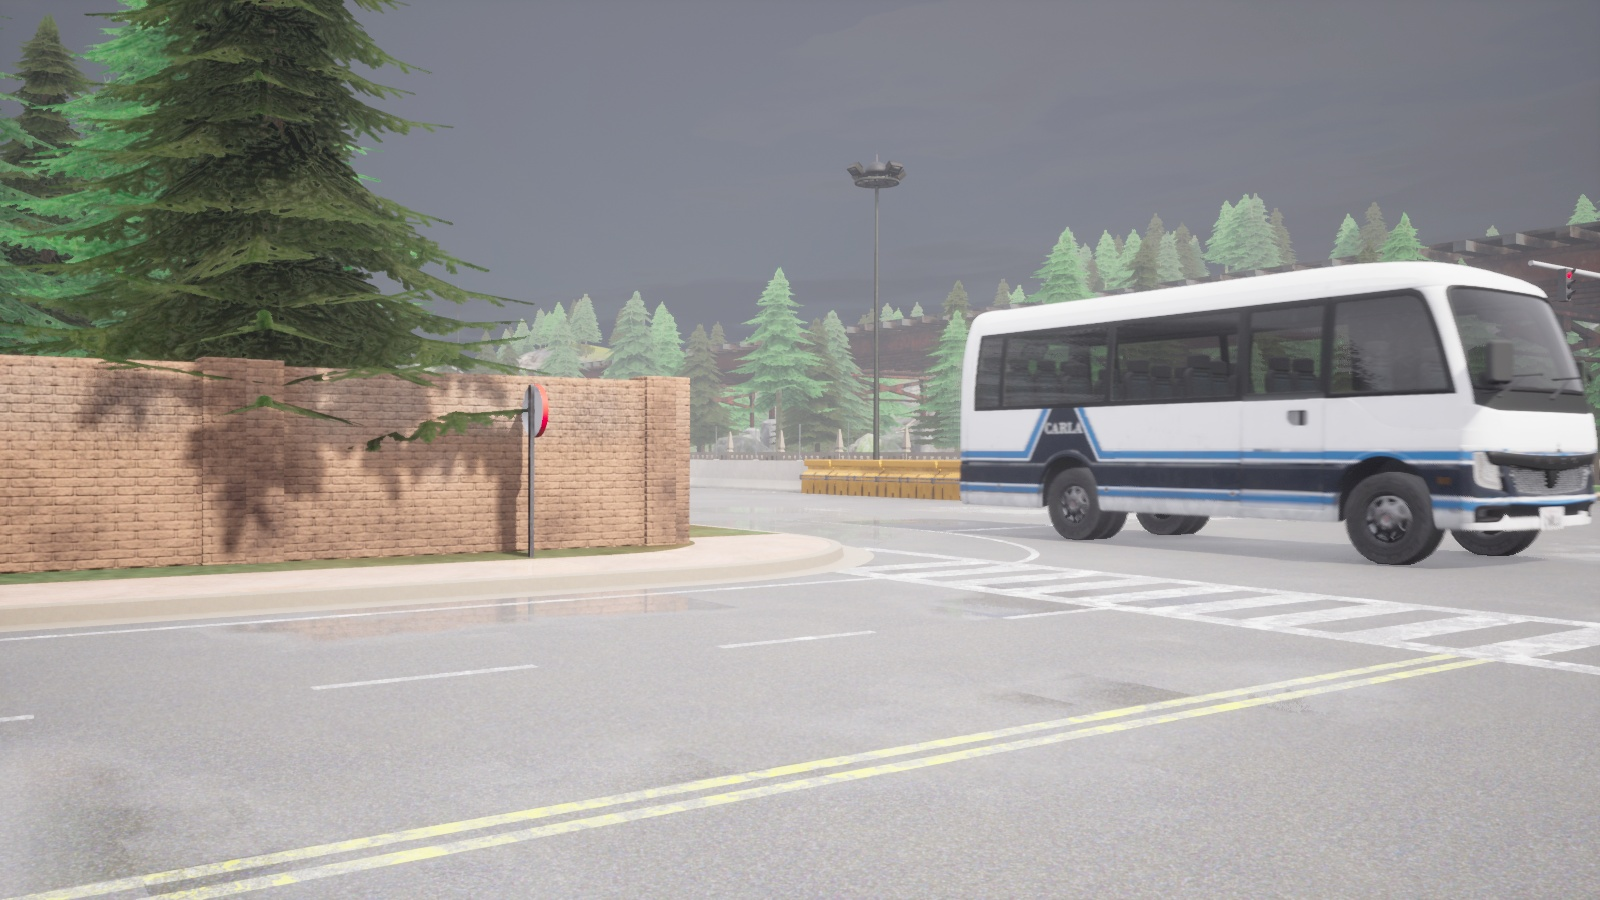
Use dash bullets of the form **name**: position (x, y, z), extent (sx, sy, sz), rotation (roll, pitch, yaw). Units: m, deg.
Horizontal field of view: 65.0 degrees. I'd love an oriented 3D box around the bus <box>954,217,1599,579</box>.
- **bus**: position (7.383, -0.598, 20.083), extent (3.944, 4.253, 10.273), rotation (0, 0, -35)
